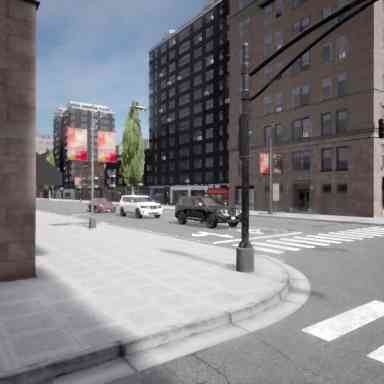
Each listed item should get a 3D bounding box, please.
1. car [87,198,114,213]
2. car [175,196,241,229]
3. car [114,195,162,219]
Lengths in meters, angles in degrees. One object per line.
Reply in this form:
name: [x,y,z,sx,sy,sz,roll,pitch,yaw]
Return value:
car: [-10.582,1.492,38.896,2.097,1.767,4.553,0,0,-36]
car: [0.951,1.286,22.912,2.150,2.045,5.566,0,0,-36]
car: [-4.921,1.325,31.045,2.150,2.045,5.566,0,0,-36]
